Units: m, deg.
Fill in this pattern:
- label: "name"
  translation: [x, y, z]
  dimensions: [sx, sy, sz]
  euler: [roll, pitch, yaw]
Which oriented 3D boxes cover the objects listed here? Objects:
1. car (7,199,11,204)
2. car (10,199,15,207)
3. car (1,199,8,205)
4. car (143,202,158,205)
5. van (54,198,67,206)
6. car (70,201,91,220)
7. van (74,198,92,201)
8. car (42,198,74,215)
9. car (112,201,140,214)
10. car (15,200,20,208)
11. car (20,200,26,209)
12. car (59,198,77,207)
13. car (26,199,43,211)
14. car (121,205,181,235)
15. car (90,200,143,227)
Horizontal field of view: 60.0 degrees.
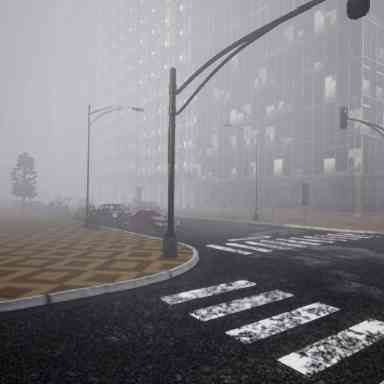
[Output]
- label: "car"
  translation: [-34.845, 2.208, 65.927]
  dimensions: [1.802, 1.307, 4.206]
  euler: [1, -1, -35]
- label: "car"
  translation: [-31.589, 2.122, 61.269]
  dimensions: [2.008, 1.369, 4.403]
  euler: [1, -1, -35]
- label: "car"
  translation: [-41.358, 2.286, 75.243]
  dimensions: [2.008, 1.369, 4.403]
  euler: [1, -1, -35]
- label: "car"
  translation: [-5.182, 1.832, 38.123]
  dimensions: [1.967, 1.590, 4.097]
  euler: [1, -1, -35]
- label: "van"
  translation: [-27.977, 2.116, 70.730]
  dimensions: [1.690, 1.788, 3.998]
  euler: [1, -1, -35]
- label: "car"
  translation: [-8.696, 1.713, 28.525]
  dimensions: [1.752, 1.417, 4.829]
  euler: [1, -1, -35]
- label: "van"
  translation: [-18.207, 1.952, 56.756]
  dimensions: [1.690, 1.788, 3.998]
  euler: [1, -1, -35]
- label: "car"
  translation: [-15.307, 1.738, 37.981]
  dimensions: [1.967, 1.590, 4.097]
  euler: [1, -1, -35]
- label: "car"
  translation: [-8.536, 1.974, 42.919]
  dimensions: [1.752, 1.417, 4.829]
  euler: [1, -1, -35]
- label: "car"
  translation: [-28.332, 2.062, 56.612]
  dimensions: [1.887, 1.381, 4.507]
  euler: [1, -1, -35]
- label: "car"
  translation: [-25.076, 2.028, 51.953]
  dimensions: [1.947, 1.339, 4.313]
  euler: [1, -1, -35]
- label: "car"
  translation: [-24.720, 2.035, 66.072]
  dimensions: [2.192, 1.841, 5.009]
  euler: [1, -1, -35]
- label: "car"
  translation: [-21.820, 1.958, 47.295]
  dimensions: [2.008, 1.369, 4.403]
  euler: [1, -1, -35]
- label: "car"
  translation: [-2.281, 1.662, 19.348]
  dimensions: [1.802, 1.307, 4.206]
  euler: [1, -1, -35]
- label: "car"
  translation: [-5.537, 1.574, 24.007]
  dimensions: [1.967, 1.590, 4.097]
  euler: [1, -1, -35]
